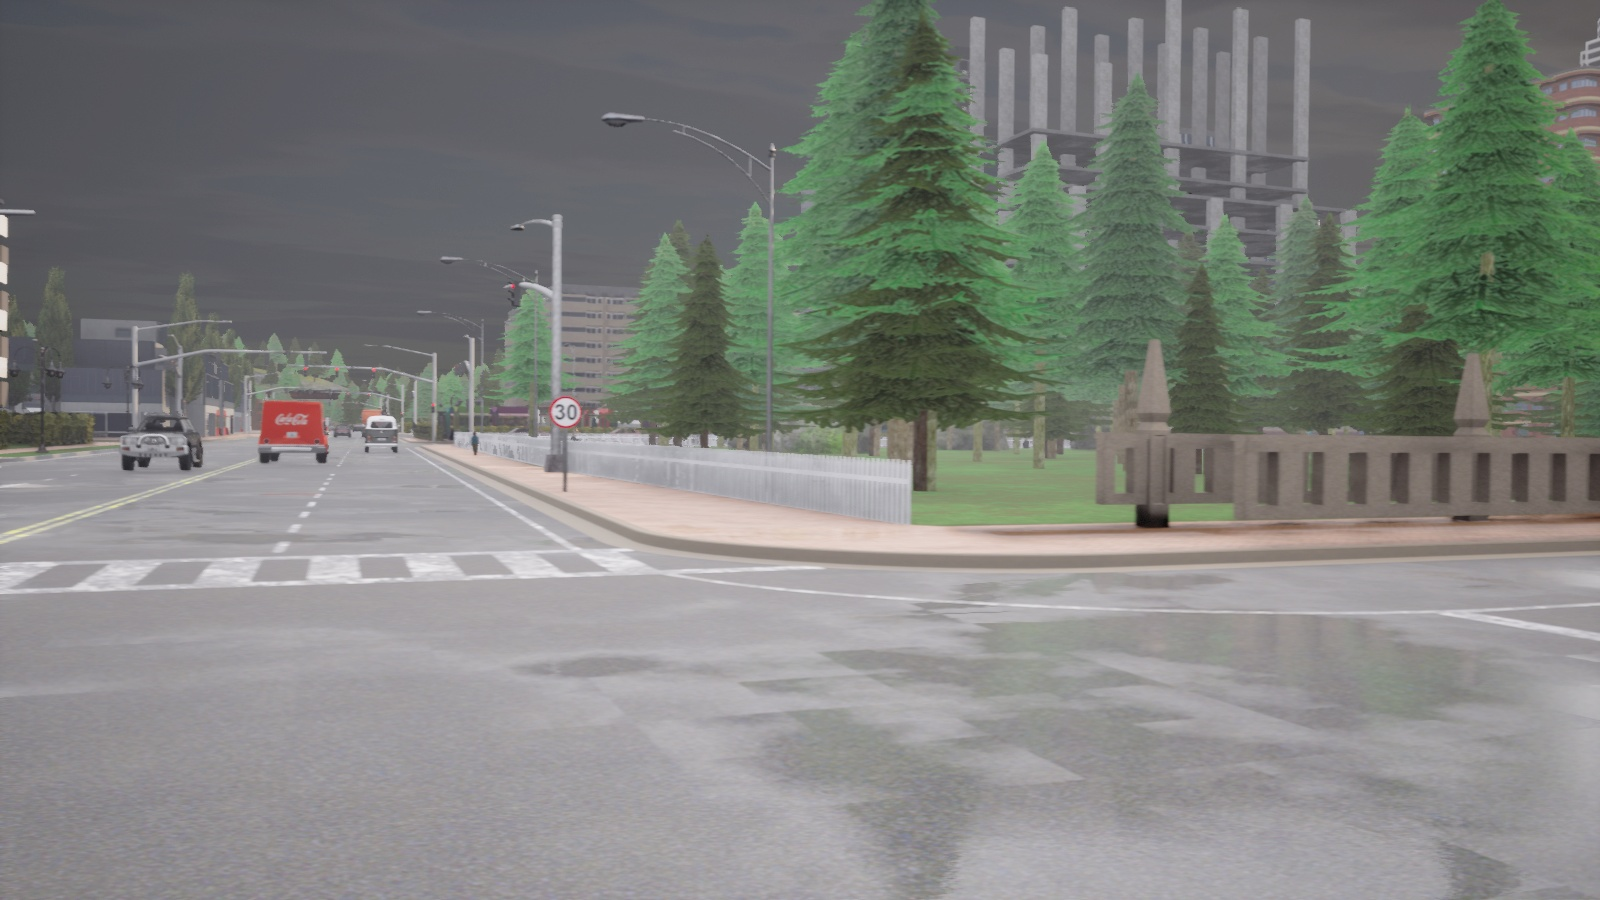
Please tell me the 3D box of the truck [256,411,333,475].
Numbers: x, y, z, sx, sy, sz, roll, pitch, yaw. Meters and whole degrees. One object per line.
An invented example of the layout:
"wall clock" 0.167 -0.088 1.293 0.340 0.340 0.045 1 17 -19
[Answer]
"truck" -20.583 -0.302 51.340 2.627 2.467 5.204 -1 1 -19

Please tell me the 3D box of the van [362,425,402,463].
"van" -23.487 -0.372 70.502 2.069 2.038 4.480 -1 1 -19

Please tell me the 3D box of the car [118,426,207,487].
"car" -20.699 0.172 40.956 1.932 1.855 4.605 -1 1 -19
